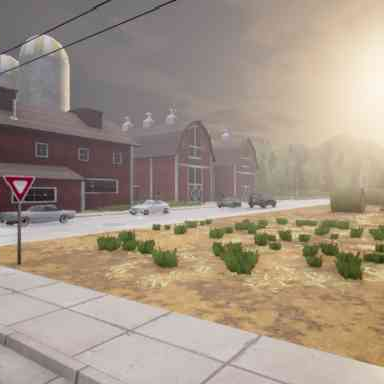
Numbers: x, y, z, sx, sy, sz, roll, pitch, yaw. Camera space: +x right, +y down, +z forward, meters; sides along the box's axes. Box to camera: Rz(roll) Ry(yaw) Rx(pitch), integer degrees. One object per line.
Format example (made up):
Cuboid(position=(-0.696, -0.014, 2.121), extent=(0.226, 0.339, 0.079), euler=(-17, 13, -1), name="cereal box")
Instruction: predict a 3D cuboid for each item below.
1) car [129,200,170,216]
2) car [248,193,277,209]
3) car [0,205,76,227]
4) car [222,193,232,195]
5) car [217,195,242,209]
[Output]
Cuboid(position=(-4.041, 1.499, 32.440), extent=(1.812, 1.442, 4.674), euler=(0, 0, 34), name="car")
Cuboid(position=(9.788, 1.195, 46.099), extent=(2.150, 2.045, 5.566), euler=(0, 0, 36), name="car")
Cuboid(position=(-10.576, 1.574, 23.002), extent=(1.895, 1.301, 4.718), euler=(0, 0, 35), name="car")
Cuboid(position=(5.845, 1.118, 53.980), extent=(1.905, 1.878, 3.866), euler=(6, 1, -8), name="car")
Cuboid(position=(5.155, 1.538, 45.679), extent=(1.994, 1.385, 4.181), euler=(0, 0, 35), name="car")
